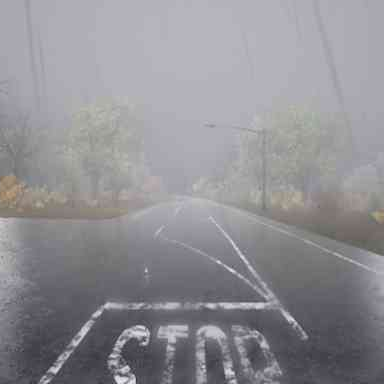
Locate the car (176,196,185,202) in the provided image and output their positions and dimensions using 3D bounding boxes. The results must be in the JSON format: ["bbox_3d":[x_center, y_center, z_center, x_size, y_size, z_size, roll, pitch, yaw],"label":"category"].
[{"bbox_3d":[-2.915,1.776,84.502,1.994,1.385,4.181,0,0,6],"label":"car"}]
